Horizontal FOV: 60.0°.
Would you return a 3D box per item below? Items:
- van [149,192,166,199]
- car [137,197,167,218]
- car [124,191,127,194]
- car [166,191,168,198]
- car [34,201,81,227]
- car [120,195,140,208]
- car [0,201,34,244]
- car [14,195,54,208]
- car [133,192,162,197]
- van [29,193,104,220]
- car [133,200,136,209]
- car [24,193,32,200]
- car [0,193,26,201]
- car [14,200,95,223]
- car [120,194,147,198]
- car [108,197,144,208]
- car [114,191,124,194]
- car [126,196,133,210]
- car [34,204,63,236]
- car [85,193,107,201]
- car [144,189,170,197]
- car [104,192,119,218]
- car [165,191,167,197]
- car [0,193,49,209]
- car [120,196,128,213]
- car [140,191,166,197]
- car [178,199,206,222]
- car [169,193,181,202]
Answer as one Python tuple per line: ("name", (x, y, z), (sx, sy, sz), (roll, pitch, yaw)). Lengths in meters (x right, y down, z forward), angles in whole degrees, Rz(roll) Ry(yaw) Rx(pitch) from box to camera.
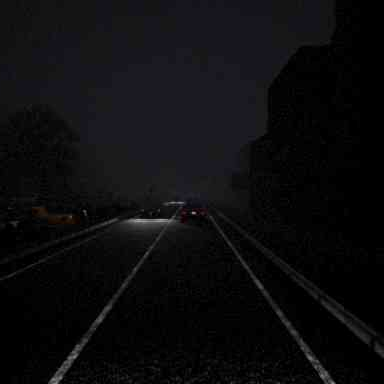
("van", (-9.350, 0.901, 89.997), (4.442, 1.987, 1.878), (0, 0, 0))
("car", (-3.337, 1.478, 29.198), (1.812, 1.442, 4.674), (0, 0, 0))
("car", (-21.763, 0.862, 92.734), (5.566, 2.045, 2.435), (0, 0, 0))
("car", (-9.277, 1.148, 84.345), (5.008, 1.535, 2.097), (0, 0, 0))
("car", (-9.567, 1.493, 19.192), (5.366, 1.575, 1.946), (0, 0, 0))
("car", (-9.321, 1.484, 41.457), (4.792, 1.488, 2.163), (0, 0, 0))
("car", (-9.373, 1.379, 13.624), (4.553, 1.767, 2.185), (0, 0, 0))
("car", (-22.318, 1.315, 47.081), (4.553, 1.767, 2.185), (0, 0, 0))
("car", (-9.395, 1.232, 70.217), (4.792, 1.488, 2.163), (0, 0, 0))
("van", (-9.243, 1.261, 24.757), (4.442, 1.987, 1.878), (0, 0, 0))
("car", (-9.306, 1.499, 38.674), (4.674, 1.452, 2.002), (0, 0, 0))
("car", (-22.403, 1.326, 41.386), (4.553, 1.767, 2.185), (0, 0, 0))
("car", (-22.415, 1.332, 38.601), (4.553, 1.767, 2.185), (0, 0, 0))
("car", (-9.364, 1.492, 21.975), (4.892, 1.521, 2.231), (0, 0, 0))
("car", (-9.095, 1.446, 44.240), (5.366, 1.575, 1.946), (0, 0, 0))
("car", (-9.285, 1.484, 46.882), (4.674, 1.452, 2.002), (-1, 0, 1))
("car", (-21.781, 1.154, 89.911), (4.792, 1.488, 2.163), (0, 0, 0))
("car", (-9.285, 1.494, 35.891), (4.792, 1.488, 2.163), (0, 0, 0))
("car", (-9.399, 1.502, 16.409), (4.892, 1.521, 2.231), (0, 0, 0))
("car", (-21.876, 1.053, 75.917), (4.553, 1.767, 2.185), (0, 0, 0))
("car", (-9.224, 0.886, 87.170), (5.566, 2.045, 2.435), (0, 0, 0))
("car", (-9.320, 1.230, 27.541), (5.566, 2.045, 2.435), (0, 0, 0))
("car", (-9.285, 1.159, 81.521), (5.008, 1.535, 2.097), (0, 0, 0))
("car", (-22.389, 1.195, 44.296), (5.566, 2.045, 2.435), (0, 0, 0))
("car", (-9.319, 1.471, 33.108), (4.892, 1.521, 2.231), (0, 0, 0))
("car", (-9.495, 1.167, 78.696), (5.366, 1.575, 1.946), (0, 0, 0))
("car", (0.109, 1.508, 25.600), (2.033, 1.411, 5.357), (0, 0, 0))
("car", (-3.215, 1.386, 70.213), (1.895, 1.301, 4.718), (0, 0, 0))
